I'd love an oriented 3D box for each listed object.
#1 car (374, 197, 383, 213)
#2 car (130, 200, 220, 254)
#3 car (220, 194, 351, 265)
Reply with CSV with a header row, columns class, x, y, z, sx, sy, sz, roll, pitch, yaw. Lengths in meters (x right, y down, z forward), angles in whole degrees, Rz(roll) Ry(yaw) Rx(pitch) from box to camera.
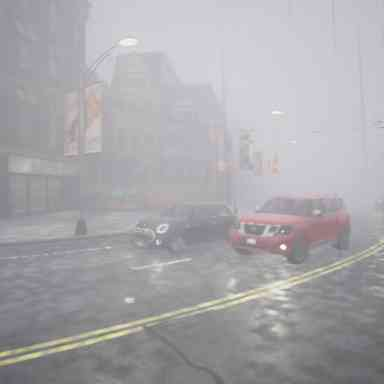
class,x,y,z,sx,sy,sz,roll,pitch,yaw
car,18.861,1.222,31.668,2.128,1.511,4.902,1,1,15
car,-0.141,1.199,13.019,4.553,1.767,2.097,0,1,-43
car,3.714,1.107,11.765,5.566,2.045,2.150,0,1,-45
